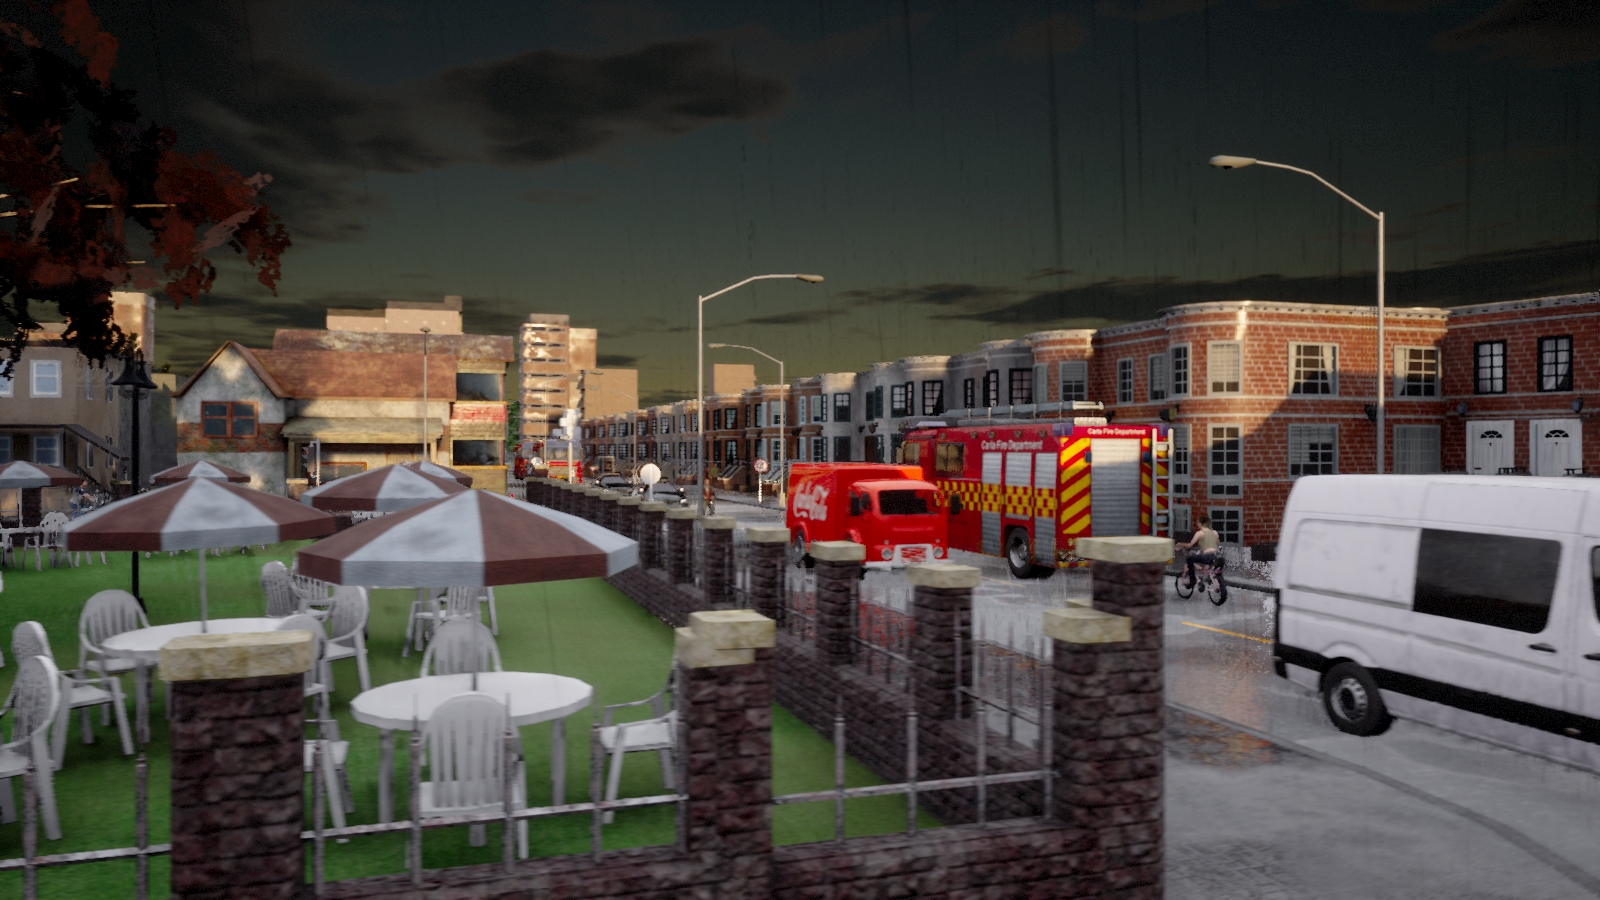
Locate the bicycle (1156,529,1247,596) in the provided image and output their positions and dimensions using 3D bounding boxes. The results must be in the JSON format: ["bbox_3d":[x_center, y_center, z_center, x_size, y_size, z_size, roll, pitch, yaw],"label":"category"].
[{"bbox_3d":[7.371,2.042,21.020,0.859,1.080,1.487,0,0,-17],"label":"bicycle"}]

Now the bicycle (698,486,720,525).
[{"bbox_3d":[-3.225,1.952,40.417,0.329,1.271,1.835,0,0,-18],"label":"bicycle"}]

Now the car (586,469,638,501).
[{"bbox_3d":[-10.124,1.836,61.249,2.038,1.542,4.974,0,0,-18],"label":"car"}]

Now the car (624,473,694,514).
[{"bbox_3d":[-6.130,1.832,49.173,2.038,1.542,4.974,0,0,-18],"label":"car"}]

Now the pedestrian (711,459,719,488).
[{"bbox_3d":[-5.617,1.548,75.325,0.375,1.860,0.375,0,0,-31],"label":"pedestrian"}]

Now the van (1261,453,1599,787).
[{"bbox_3d":[6.861,1.318,9.889,1.988,2.561,5.915,0,0,-18],"label":"van"}]

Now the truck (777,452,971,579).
[{"bbox_3d":[1.517,1.340,26.058,2.627,2.467,5.204,0,1,-19],"label":"truck"}]

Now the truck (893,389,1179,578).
[{"bbox_3d":[5.263,0.678,27.644,2.891,3.827,8.468,0,0,-19],"label":"truck"}]
